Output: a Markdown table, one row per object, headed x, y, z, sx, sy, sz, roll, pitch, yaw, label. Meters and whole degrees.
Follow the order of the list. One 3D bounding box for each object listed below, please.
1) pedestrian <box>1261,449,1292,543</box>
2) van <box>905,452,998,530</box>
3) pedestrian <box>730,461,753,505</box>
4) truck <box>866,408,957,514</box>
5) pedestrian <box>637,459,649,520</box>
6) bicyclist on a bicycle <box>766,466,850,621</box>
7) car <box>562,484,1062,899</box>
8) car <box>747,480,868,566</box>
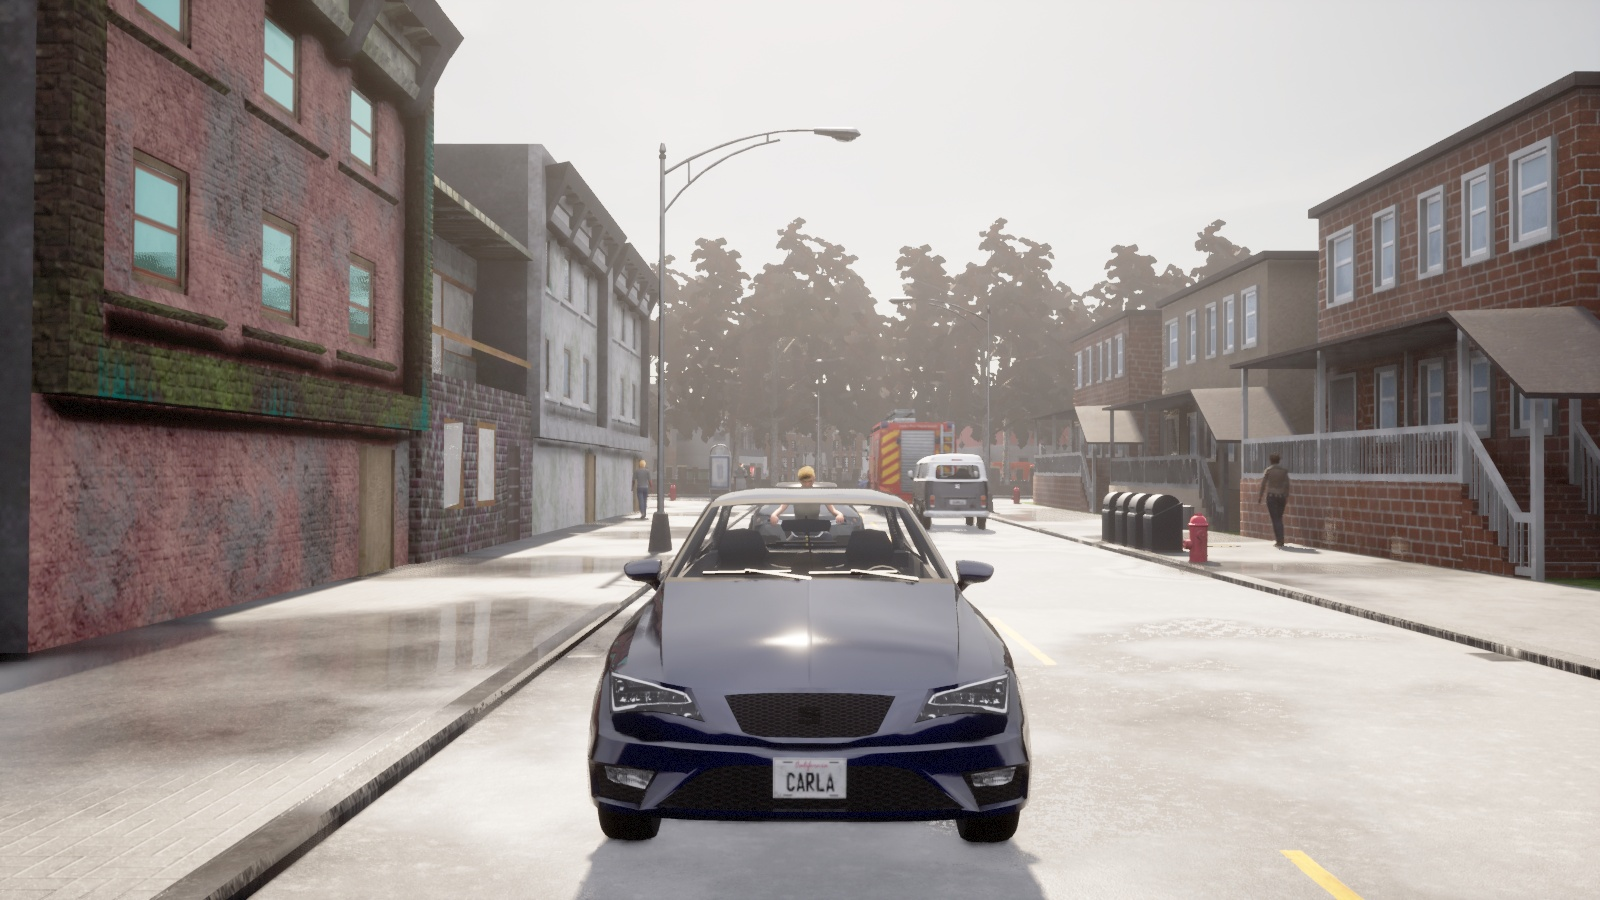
| x | y | z | sx | sy | sz | roll | pitch | yaw | label |
| --- | --- | --- | --- | --- | --- | --- | --- | --- | --- |
| 9.326 | 0.899 | 24.588 | 0.328 | 1.805 | 0.869 | 0 | -1 | 5 | pedestrian |
| 4.185 | 1.114 | 35.374 | 2.069 | 2.038 | 4.480 | 0 | -1 | 0 | van |
| -2.636 | 1.478 | 56.317 | 0.659 | 1.952 | 0.873 | -1 | -1 | 28 | pedestrian |
| 4.249 | 0.463 | 49.582 | 2.891 | 3.827 | 8.468 | 0 | -1 | 0 | truck |
| -4.762 | 1.182 | 38.123 | 0.354 | 1.836 | 0.706 | 0 | -1 | -6 | pedestrian |
| 0.084 | 0.983 | 13.839 | 0.866 | 1.612 | 1.509 | 0 | -1 | 0 | bicyclist on a bicycle |
| 0.049 | 0.940 | 6.673 | 1.816 | 1.474 | 4.193 | 0 | -1 | 0 | car |
| 0.126 | 1.261 | 22.824 | 1.994 | 1.385 | 4.181 | 0 | -1 | 0 | car |
